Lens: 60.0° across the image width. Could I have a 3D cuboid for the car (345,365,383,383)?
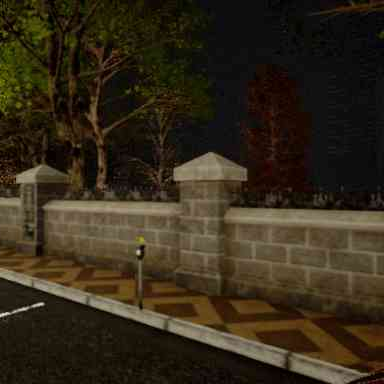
[{"bbox_3d":[2.465,1.450,1.127,4.097,1.590,1.967,0,0,36],"label":"car"}]
